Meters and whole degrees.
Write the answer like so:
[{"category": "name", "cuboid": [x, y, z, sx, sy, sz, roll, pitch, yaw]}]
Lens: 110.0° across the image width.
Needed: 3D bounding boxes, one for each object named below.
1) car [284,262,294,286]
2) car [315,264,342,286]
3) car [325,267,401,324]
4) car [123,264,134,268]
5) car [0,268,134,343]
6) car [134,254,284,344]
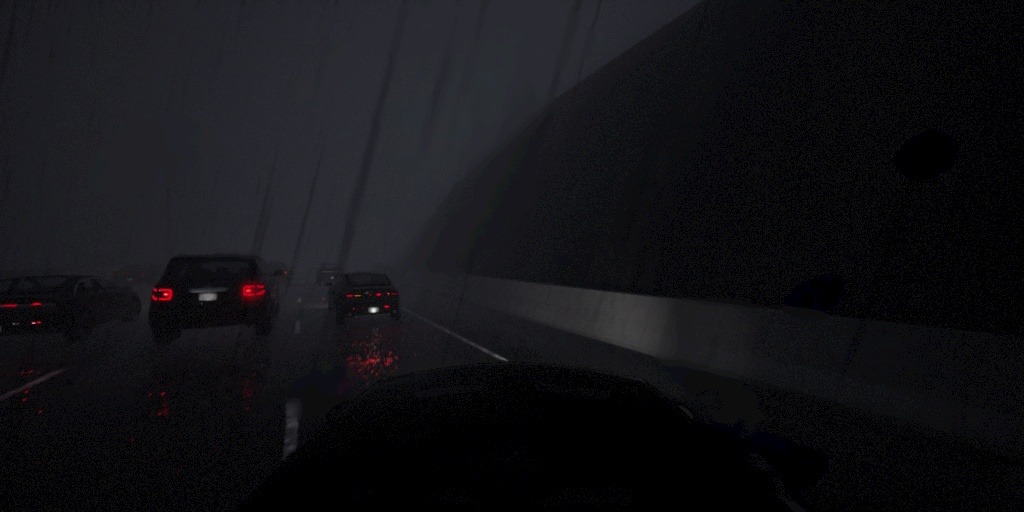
[{"category": "car", "cuboid": [-16.488, 1.142, 24.944, 2.097, 1.767, 4.553, 0, 0, -29]}, {"category": "car", "cuboid": [-13.602, 1.307, 26.941, 2.128, 1.511, 4.902, 0, 0, -29]}, {"category": "car", "cuboid": [-5.146, 1.285, 12.281, 1.837, 1.490, 4.892, 0, 0, -30]}, {"category": "car", "cuboid": [-23.440, 1.221, 23.047, 1.882, 1.535, 5.008, 0, 0, -29]}, {"category": "car", "cuboid": [-11.386, 1.223, 9.086, 2.128, 1.511, 4.902, 0, 0, -30]}, {"category": "car", "cuboid": [-7.862, 0.975, 9.998, 2.150, 2.045, 5.566, 0, 0, -30]}]
